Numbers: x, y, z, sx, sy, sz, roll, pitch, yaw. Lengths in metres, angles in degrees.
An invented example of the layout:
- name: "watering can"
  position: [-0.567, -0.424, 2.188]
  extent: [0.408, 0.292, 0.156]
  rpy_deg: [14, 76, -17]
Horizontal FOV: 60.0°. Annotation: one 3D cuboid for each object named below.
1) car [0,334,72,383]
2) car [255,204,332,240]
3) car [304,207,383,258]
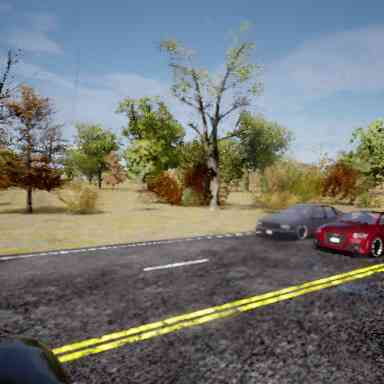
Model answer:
- name: "car"
  position: [-2.629, 1.493, 1.540]
  extent: [4.181, 1.385, 1.994]
  rpy_deg: [0, 2, -35]
- name: "car"
  position: [5.374, 1.268, 15.308]
  extent: [5.357, 1.411, 2.033]
  rpy_deg: [0, 2, -35]
- name: "car"
  position: [6.304, 1.383, 11.999]
  extent: [4.181, 1.385, 1.994]
  rpy_deg: [0, 2, -35]
